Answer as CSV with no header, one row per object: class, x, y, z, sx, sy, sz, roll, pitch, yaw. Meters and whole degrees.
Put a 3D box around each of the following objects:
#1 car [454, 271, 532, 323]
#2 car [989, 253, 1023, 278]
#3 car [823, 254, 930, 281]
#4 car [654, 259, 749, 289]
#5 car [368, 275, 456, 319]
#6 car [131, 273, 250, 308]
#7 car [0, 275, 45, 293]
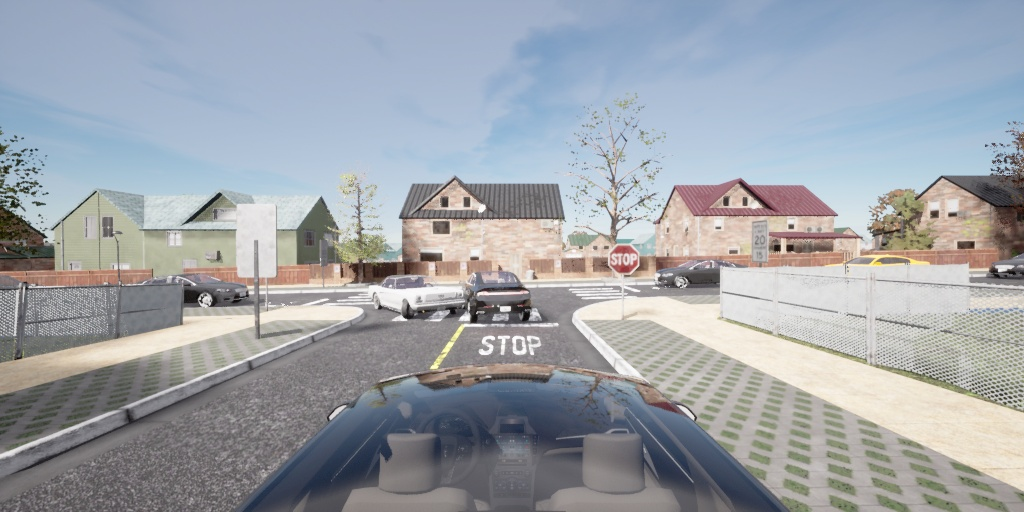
car,-0.686,1.243,12.204,2.128,1.511,4.902,0,0,-12
car,29.385,0.478,19.684,4.902,1.511,2.128,-1,1,0
car,19.761,0.690,19.648,5.008,1.535,1.882,-1,1,-1
car,10.331,0.926,19.612,4.902,1.511,2.128,-1,1,0
car,-3.602,1.368,13.064,1.895,1.301,4.718,0,0,-38
car,-14.902,1.566,16.559,4.902,1.511,2.128,-1,1,0
car,-24.239,1.648,16.519,4.553,1.767,2.097,-1,1,0
